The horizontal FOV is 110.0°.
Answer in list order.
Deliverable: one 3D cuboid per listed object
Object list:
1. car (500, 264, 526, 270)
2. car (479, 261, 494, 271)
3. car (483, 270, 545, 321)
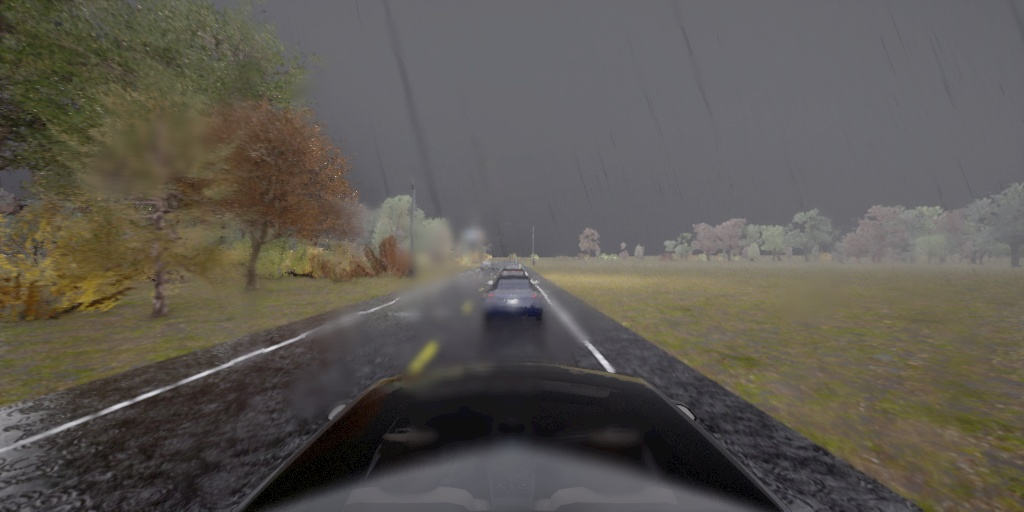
[{"bbox_3d":[0.064,1.331,27.563,2.128,1.511,4.902,0,0,0],"label":"car"},{"bbox_3d":[-3.580,1.448,52.110,1.812,1.442,4.674,0,0,0],"label":"car"},{"bbox_3d":[0.070,1.351,12.670,1.994,1.385,4.181,0,0,0],"label":"car"}]
